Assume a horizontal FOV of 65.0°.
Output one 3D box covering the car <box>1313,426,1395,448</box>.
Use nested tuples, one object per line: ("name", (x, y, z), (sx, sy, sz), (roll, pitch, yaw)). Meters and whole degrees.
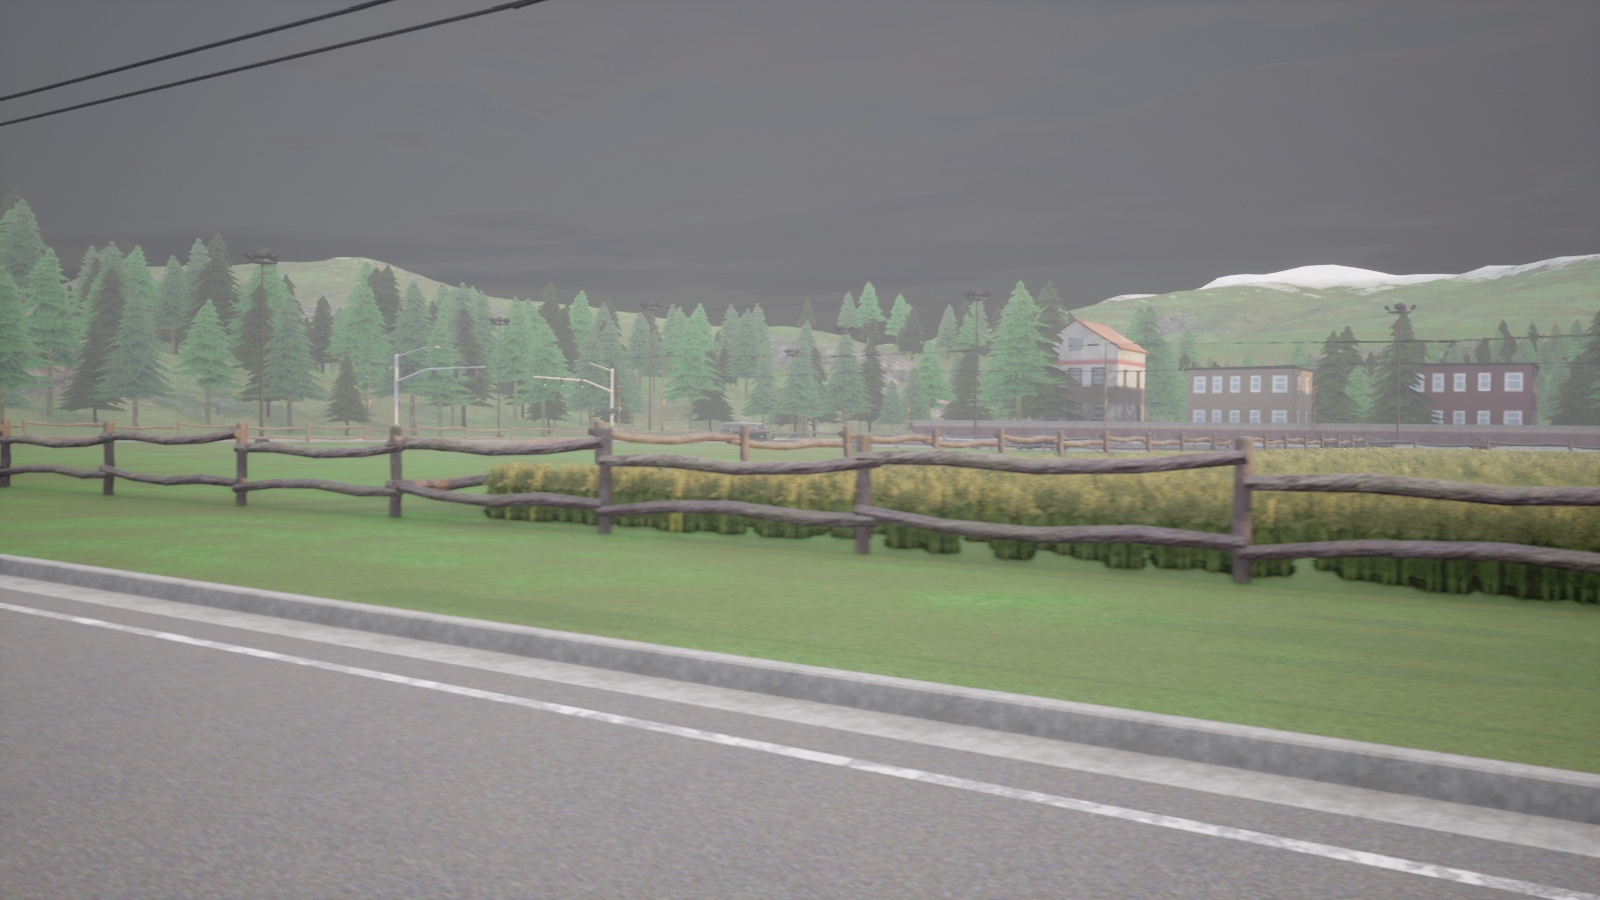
("car", (37.979, -0.869, 86.059), (4.892, 1.490, 1.837), (0, 1, 34))
